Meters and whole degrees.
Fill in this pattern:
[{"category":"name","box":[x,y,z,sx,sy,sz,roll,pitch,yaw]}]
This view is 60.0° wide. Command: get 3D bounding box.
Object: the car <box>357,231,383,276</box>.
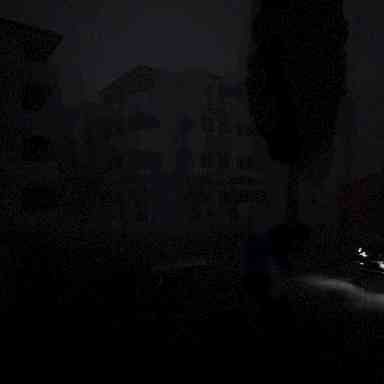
[{"category":"car","box":[6.495,1.506,9.220,4.892,1.490,1.837,0,0,-35]}]
